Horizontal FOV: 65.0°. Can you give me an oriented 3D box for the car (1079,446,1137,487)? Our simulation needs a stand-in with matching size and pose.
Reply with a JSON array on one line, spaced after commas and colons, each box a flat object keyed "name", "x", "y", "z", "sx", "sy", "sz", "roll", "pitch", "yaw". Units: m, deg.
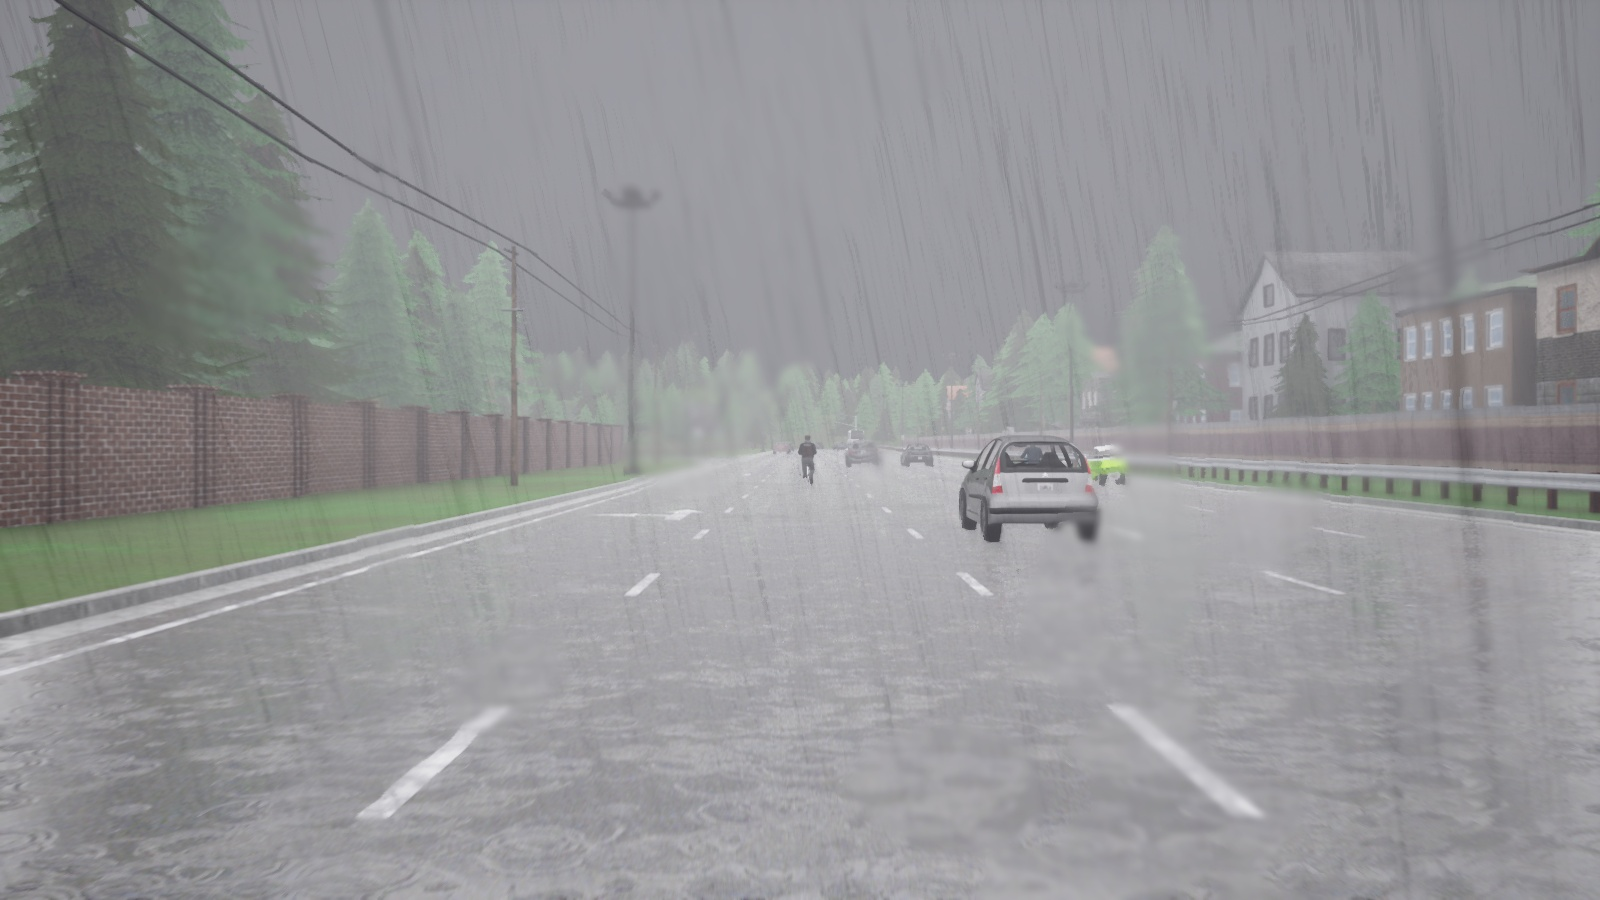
[{"name": "car", "x": 10.767, "y": 0.562, "z": 44.017, "sx": 1.481, "sy": 1.376, "sz": 2.207, "roll": 0, "pitch": 1, "yaw": 0}]

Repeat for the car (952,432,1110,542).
[{"name": "car", "x": 3.632, "y": 0.532, "z": 20.447, "sx": 1.851, "sy": 1.617, "sz": 3.988, "roll": 0, "pitch": 0, "yaw": 0}]

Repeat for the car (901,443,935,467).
[{"name": "car", "x": 7.473, "y": 0.315, "z": 80.049, "sx": 1.816, "sy": 1.474, "sz": 4.193, "roll": 0, "pitch": 0, "yaw": 0}]

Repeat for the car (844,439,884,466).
[{"name": "car", "x": 3.963, "y": 0.152, "z": 78.432, "sx": 2.242, "sy": 1.667, "sz": 4.611, "roll": 0, "pitch": 0, "yaw": 0}]
